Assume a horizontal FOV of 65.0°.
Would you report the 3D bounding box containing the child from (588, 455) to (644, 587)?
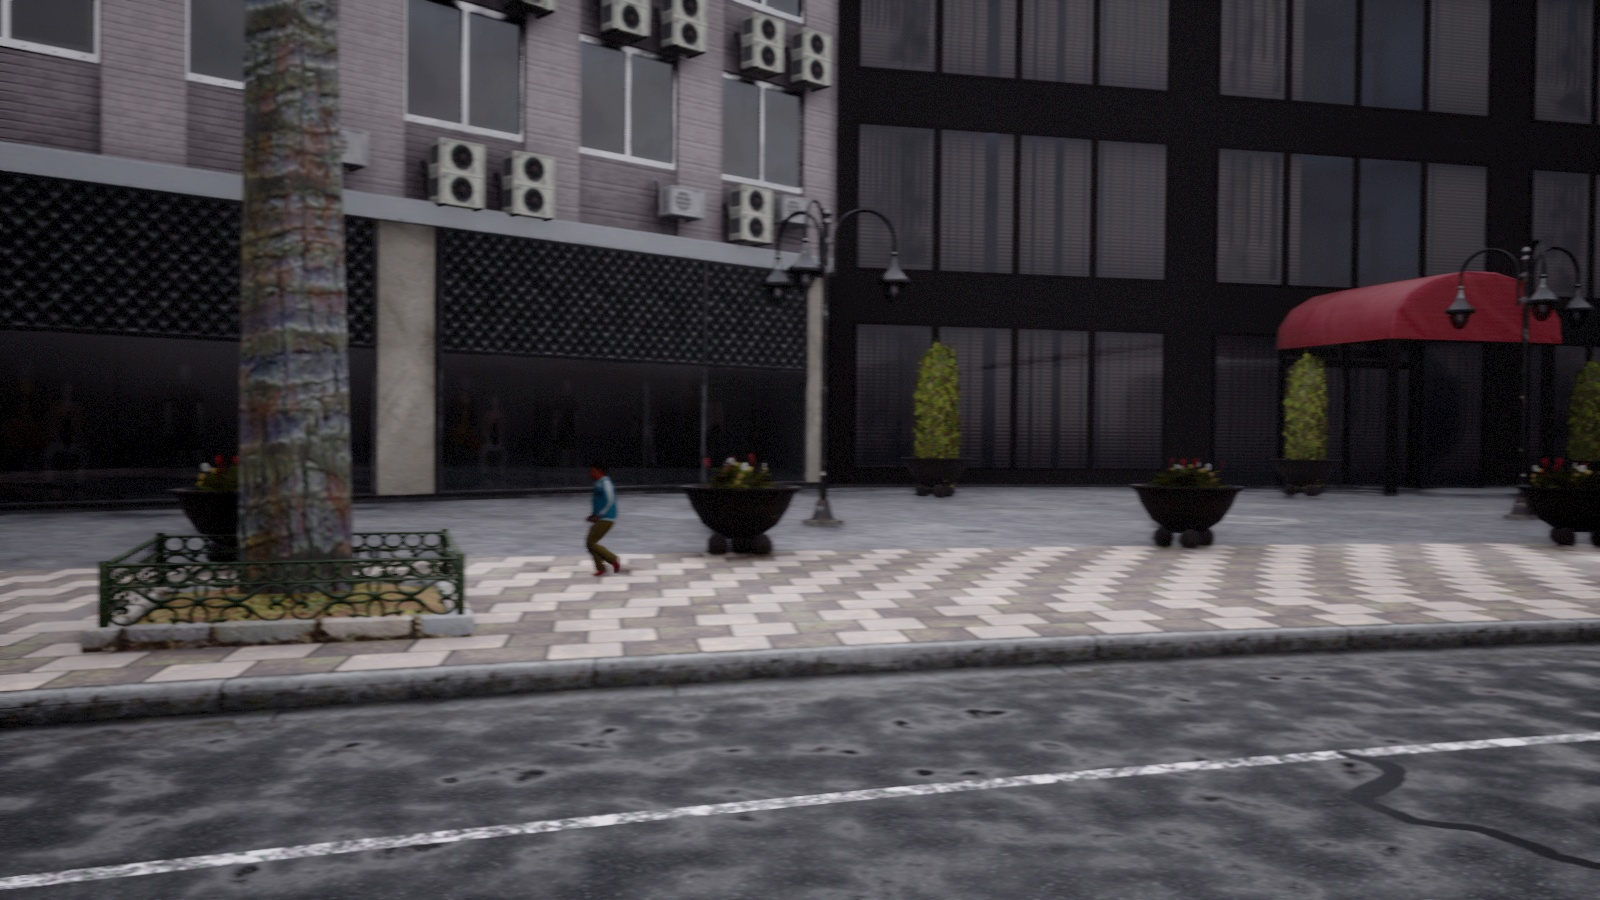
[{"bbox_3d":[-1.716,0.652,11.682,0.448,1.192,0.343,-1,1,-18],"label":"child"}]
